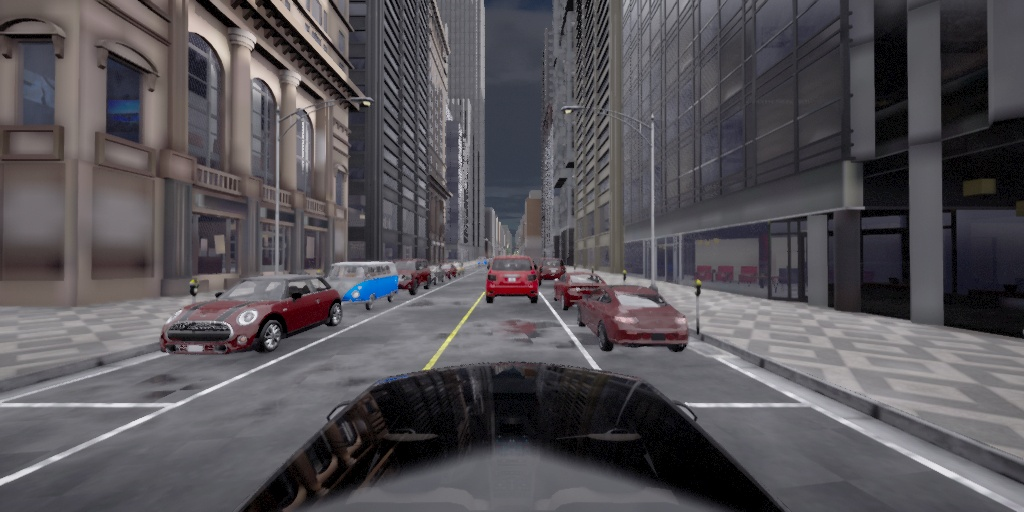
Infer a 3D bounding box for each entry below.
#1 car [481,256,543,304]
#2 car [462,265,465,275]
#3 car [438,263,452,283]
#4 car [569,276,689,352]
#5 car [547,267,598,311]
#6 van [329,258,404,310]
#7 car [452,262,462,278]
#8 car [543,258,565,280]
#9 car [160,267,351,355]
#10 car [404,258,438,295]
[{"bbox_3d":[0.000,1.007,16.530,2.150,2.045,5.566,0,0,0],"label":"car"},{"bbox_3d":[-5.857,1.267,36.577,1.751,1.417,4.829,0,0,0],"label":"car"},{"bbox_3d":[-5.857,1.297,25.497,2.007,1.370,4.403,0,0,0],"label":"car"},{"bbox_3d":[2.669,1.330,8.619,1.802,1.307,4.207,0,0,0],"label":"car"},{"bbox_3d":[2.669,1.293,14.244,1.888,1.381,4.507,0,0,0],"label":"car"},{"bbox_3d":[-5.857,1.089,14.247,1.690,1.789,3.998,0,0,0],"label":"van"},{"bbox_3d":[-5.857,1.290,31.122,1.888,1.381,4.507,0,0,0],"label":"car"},{"bbox_3d":[2.669,1.061,25.493,2.192,1.841,5.009,0,0,0],"label":"car"},{"bbox_3d":[-5.857,1.188,8.623,1.967,1.591,4.097,0,0,0],"label":"car"},{"bbox_3d":[-5.857,1.062,19.872,2.192,1.841,5.009,0,0,0],"label":"car"}]
